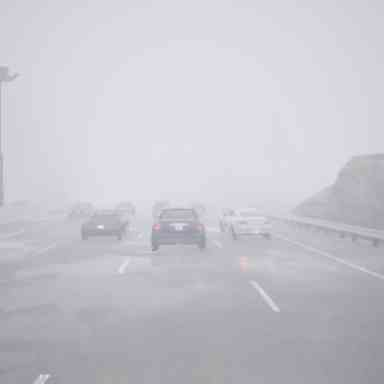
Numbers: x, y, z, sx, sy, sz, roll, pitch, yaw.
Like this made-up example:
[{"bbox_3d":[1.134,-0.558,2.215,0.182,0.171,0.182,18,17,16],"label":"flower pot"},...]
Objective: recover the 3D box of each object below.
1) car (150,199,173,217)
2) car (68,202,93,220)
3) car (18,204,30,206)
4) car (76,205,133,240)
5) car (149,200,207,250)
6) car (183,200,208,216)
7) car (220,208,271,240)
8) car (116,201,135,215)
[{"bbox_3d":[-3.153,1.542,33.492,1.837,1.490,4.892,0,0,-10],"label":"car"},{"bbox_3d":[-9.391,1.592,28.752,2.033,1.411,5.357,0,0,-9],"label":"car"},{"bbox_3d":[-25.280,1.621,49.985,1.812,1.442,4.674,0,0,-16],"label":"car"},{"bbox_3d":[-4.424,1.589,17.416,1.994,1.385,4.181,0,0,-6],"label":"car"},{"bbox_3d":[-0.645,1.367,14.562,2.097,1.767,4.553,0,0,-4],"label":"car"},{"bbox_3d":[0.276,1.557,34.192,1.812,1.442,4.674,0,0,-10],"label":"car"},{"bbox_3d":[2.650,1.537,17.118,1.812,1.442,4.674,0,0,-5],"label":"car"},{"bbox_3d":[-6.916,1.609,34.563,1.994,1.385,4.181,0,0,-11],"label":"car"}]
